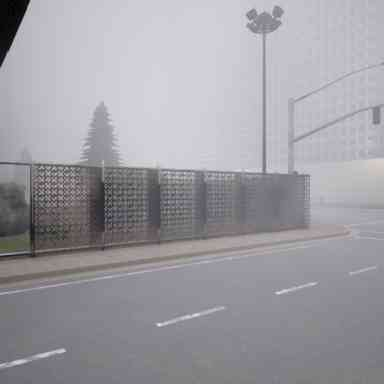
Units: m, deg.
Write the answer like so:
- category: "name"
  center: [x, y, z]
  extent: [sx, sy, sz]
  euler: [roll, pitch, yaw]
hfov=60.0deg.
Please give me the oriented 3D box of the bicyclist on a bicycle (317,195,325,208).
- category: "bicyclist on a bicycle"
  center: [16.614, 1.238, 42.838]
  extent: [1.656, 1.620, 0.582]
  euler: [0, 0, -35]
